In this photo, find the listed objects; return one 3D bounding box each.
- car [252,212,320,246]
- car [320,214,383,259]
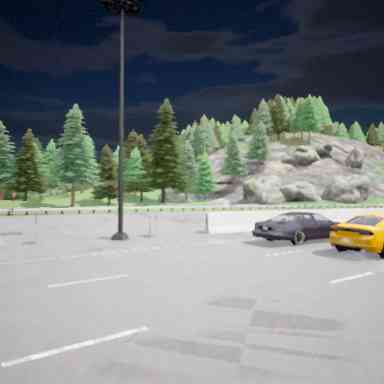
[{"bbox_3d":[5.333,1.662,15.909,5.357,1.411,2.033,1,0,-32],"label":"car"},{"bbox_3d":[7.624,1.598,13.199,5.008,1.535,1.882,0,0,-32],"label":"car"}]
